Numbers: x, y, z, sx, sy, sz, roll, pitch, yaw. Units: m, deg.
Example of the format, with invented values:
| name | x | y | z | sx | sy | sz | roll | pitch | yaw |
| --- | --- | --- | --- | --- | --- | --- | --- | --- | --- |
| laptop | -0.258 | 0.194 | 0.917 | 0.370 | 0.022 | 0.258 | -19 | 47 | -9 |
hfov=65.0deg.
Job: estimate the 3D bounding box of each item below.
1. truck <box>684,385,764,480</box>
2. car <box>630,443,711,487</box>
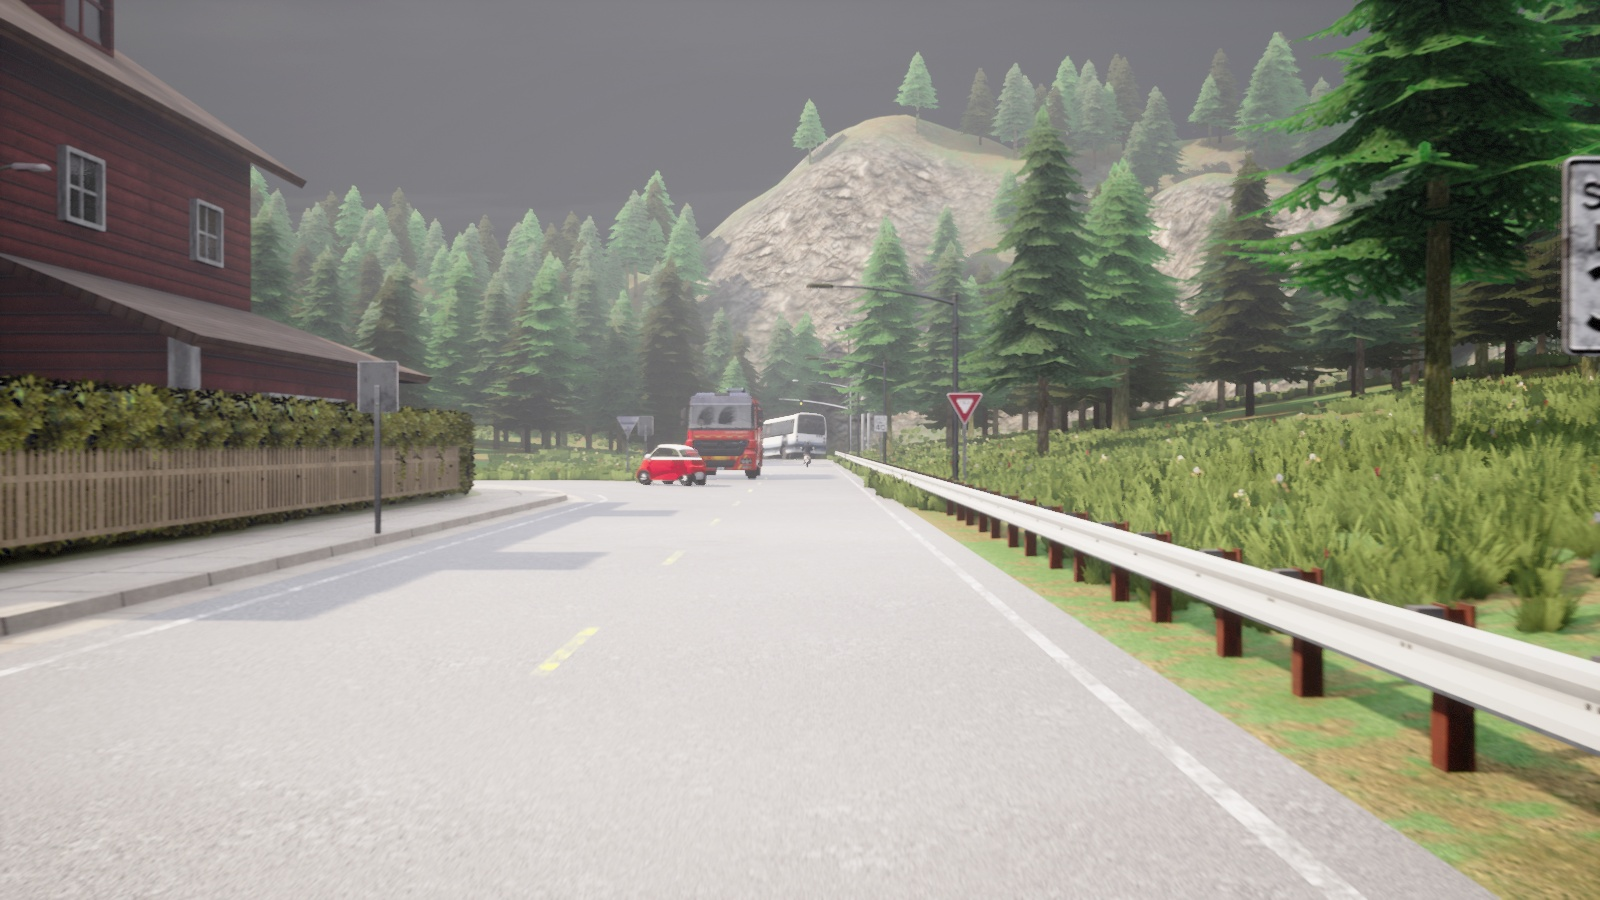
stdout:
| name | x | y | z | sx | sy | sz | roll | pitch | yaw |
| --- | --- | --- | --- | --- | --- | --- | --- | --- | --- |
| truck | -3.174 | -0.728 | 54.541 | 2.891 | 3.827 | 8.468 | 0 | 0 | 0 |
| car | -4.299 | 0.483 | 41.646 | 2.207 | 1.376 | 1.481 | 1 | 0 | 31 |
